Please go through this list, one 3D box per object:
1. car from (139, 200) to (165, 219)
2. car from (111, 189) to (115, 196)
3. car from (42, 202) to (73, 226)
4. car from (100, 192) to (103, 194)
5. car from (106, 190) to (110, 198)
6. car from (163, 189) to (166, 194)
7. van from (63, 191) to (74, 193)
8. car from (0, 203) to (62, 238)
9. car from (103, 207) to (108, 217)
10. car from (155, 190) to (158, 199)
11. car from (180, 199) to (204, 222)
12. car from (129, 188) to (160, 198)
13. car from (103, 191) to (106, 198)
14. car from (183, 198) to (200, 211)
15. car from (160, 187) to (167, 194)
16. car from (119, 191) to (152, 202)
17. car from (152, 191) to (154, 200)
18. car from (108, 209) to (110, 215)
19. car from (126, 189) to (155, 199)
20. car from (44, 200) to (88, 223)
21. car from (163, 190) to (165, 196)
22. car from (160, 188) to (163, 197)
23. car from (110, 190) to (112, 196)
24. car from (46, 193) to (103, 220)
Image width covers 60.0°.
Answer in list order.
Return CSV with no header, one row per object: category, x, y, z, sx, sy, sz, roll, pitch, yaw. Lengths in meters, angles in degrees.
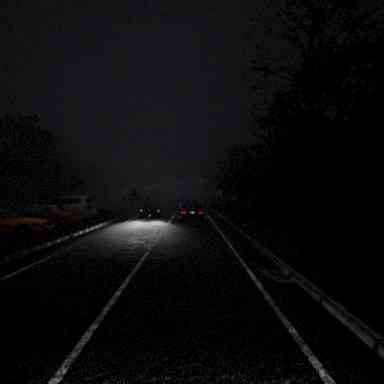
car,-3.429,1.603,29.102,1.895,1.301,4.718,0,0,0
car,-23.294,0.680,86.083,4.892,1.521,2.231,0,1,0
car,-10.179,1.536,20.087,4.892,1.521,2.231,0,0,0
car,-23.528,0.906,74.931,5.366,1.575,1.946,0,1,0
car,-23.316,0.816,80.377,5.008,1.535,2.097,0,1,0
car,-10.238,0.632,88.872,4.792,1.488,2.163,0,2,0
van,-23.268,0.759,60.972,4.442,1.987,1.878,1,0,0
car,-9.996,1.515,17.311,5.366,1.575,1.946,0,0,0
car,-10.154,1.583,28.416,5.008,1.535,2.097,0,0,0
car,-10.278,0.965,69.355,5.008,1.535,2.097,0,1,0
car,0.030,1.546,26.614,2.033,1.411,5.357,0,0,0
car,-10.301,0.692,72.147,5.566,2.045,2.435,0,1,0
car,-23.303,0.899,77.587,4.792,1.488,2.163,0,1,0
car,-0.052,1.564,42.861,2.033,1.411,5.357,0,0,0
car,-10.219,0.291,94.432,4.553,1.767,2.185,0,2,0
car,-10.286,1.016,61.006,4.792,1.488,2.163,0,0,0
car,-10.334,1.012,63.790,4.792,1.488,2.163,0,0,0
car,-10.111,1.629,31.192,4.792,1.488,2.163,0,0,0
car,-10.325,0.852,66.576,4.553,1.767,2.185,0,0,0
car,-10.350,1.548,22.864,5.366,1.575,1.946,0,0,0
car,-10.190,0.712,86.086,4.792,1.488,2.163,0,2,0
car,-10.199,0.628,83.295,4.553,1.767,2.185,0,1,0
car,-23.305,0.754,83.166,5.008,1.535,2.097,0,1,0
car,-10.185,1.315,25.642,5.566,2.045,2.435,0,0,0
